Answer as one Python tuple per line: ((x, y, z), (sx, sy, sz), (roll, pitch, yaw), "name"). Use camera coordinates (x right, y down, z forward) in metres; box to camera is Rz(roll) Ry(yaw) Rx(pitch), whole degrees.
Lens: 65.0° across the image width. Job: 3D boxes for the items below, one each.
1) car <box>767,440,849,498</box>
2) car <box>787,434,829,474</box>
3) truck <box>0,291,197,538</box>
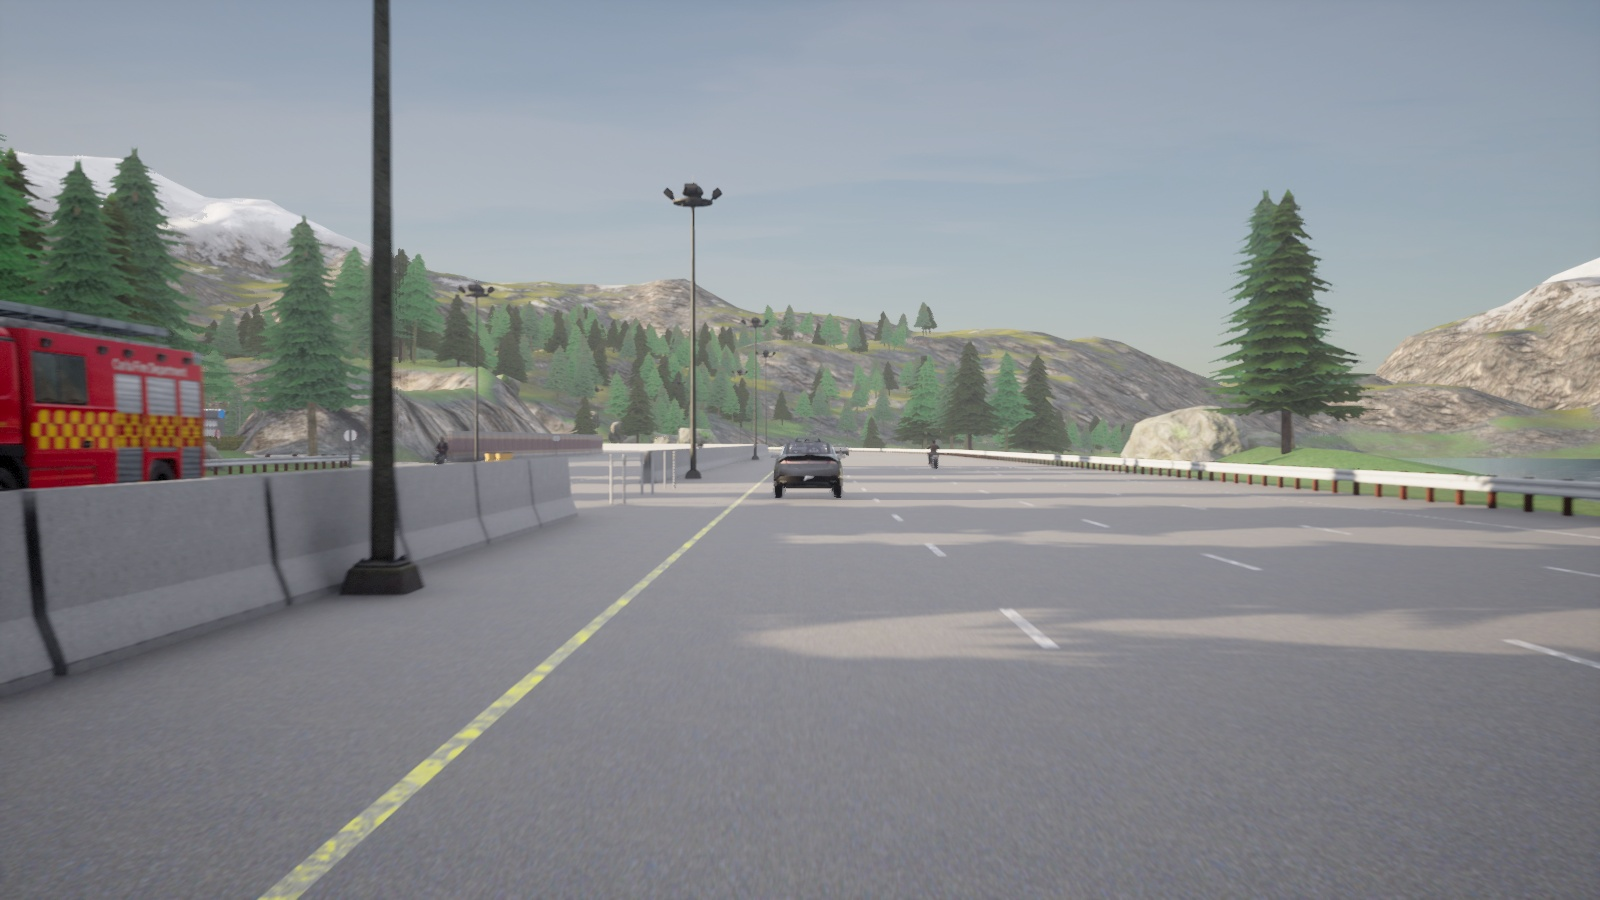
((0.224, 0.481, 35.068), (2.128, 1.511, 4.902), (0, 0, 0), "car")
((0.375, 0.182, 60.465), (1.932, 1.855, 4.605), (0, 0, 0), "car")
((-13.855, -0.567, 21.576), (2.891, 3.827, 8.468), (0, 0, 0), "truck")
